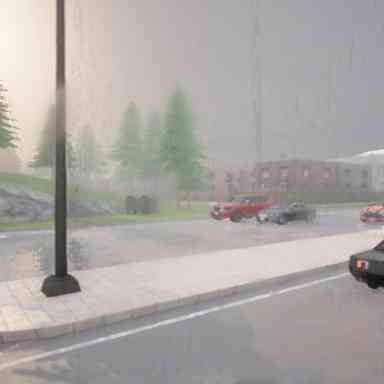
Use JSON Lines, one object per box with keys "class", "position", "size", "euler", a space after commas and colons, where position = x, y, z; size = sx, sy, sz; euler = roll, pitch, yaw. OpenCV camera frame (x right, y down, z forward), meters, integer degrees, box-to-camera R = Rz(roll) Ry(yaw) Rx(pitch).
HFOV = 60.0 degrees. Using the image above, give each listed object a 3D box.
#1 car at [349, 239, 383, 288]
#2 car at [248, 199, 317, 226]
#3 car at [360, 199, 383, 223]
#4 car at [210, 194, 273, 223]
{"class": "car", "position": [5.818, 1.571, 7.870], "size": [4.718, 1.301, 1.895], "euler": [0, 0, -35]}
{"class": "car", "position": [6.499, 1.429, 22.685], "size": [4.902, 1.511, 2.128], "euler": [0, 0, -35]}
{"class": "car", "position": [13.926, 1.271, 23.619], "size": [4.553, 1.767, 2.097], "euler": [0, 0, -35]}
{"class": "car", "position": [3.989, 1.158, 25.201], "size": [5.566, 2.045, 2.150], "euler": [0, 0, -35]}
